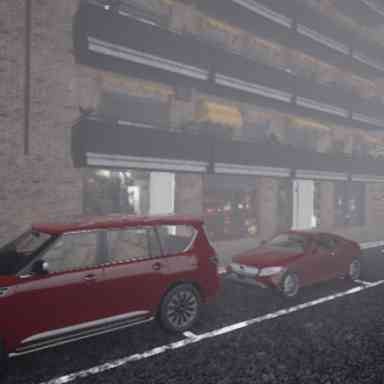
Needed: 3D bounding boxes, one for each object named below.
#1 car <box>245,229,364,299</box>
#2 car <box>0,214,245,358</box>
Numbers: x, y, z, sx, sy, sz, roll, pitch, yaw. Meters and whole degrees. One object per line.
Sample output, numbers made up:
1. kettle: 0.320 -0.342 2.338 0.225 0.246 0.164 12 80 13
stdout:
1. car: 2.791 1.644 8.558 4.206 1.307 1.802 1 0 -36
2. car: -1.792 1.328 5.280 5.009 1.841 2.192 1 0 -36
